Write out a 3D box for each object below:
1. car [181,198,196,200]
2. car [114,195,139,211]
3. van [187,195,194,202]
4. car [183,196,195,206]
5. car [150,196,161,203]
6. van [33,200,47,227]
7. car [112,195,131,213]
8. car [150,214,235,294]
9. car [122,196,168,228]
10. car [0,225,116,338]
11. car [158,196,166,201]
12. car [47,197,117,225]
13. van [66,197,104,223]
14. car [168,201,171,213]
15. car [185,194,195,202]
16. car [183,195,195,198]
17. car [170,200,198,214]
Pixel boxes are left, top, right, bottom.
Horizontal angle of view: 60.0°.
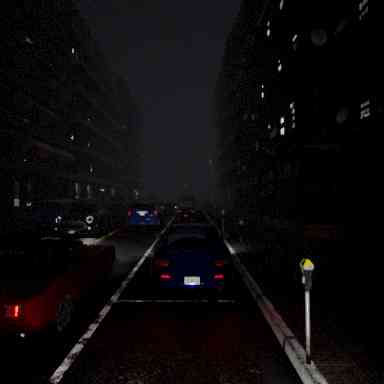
[{"bbox_3d":[-0.438,1.582,31.754,1.887,1.381,4.507,1,0,0],"label":"car"},{"bbox_3d":[-8.314,1.379,42.876,2.192,1.841,5.009,1,0,0],"label":"car"},{"bbox_3d":[-0.474,1.575,87.068,1.690,1.788,3.998,1,0,0],"label":"van"},{"bbox_3d":[-0.473,1.553,59.411,1.967,1.590,4.097,1,0,0],"label":"car"},{"bbox_3d":[-8.323,1.725,76.059,1.887,1.381,4.507,1,0,0],"label":"car"},{"bbox_3d":[-8.312,1.359,20.753,1.690,1.788,3.998,2,0,0],"label":"van"},{"bbox_3d":[-8.314,1.365,37.346,2.192,1.841,5.009,1,0,0],"label":"car"},{"bbox_3d":[0.003,1.531,8.653,1.812,1.442,4.674,0,0,0],"label":"car"},{"bbox_3d":[-3.022,1.372,22.313,2.097,1.767,4.553,0,0,0],"label":"car"},{"bbox_3d":[-2.924,1.605,6.666,1.895,1.301,4.718,0,0,0],"label":"car"},{"bbox_3d":[-8.326,1.846,92.652,1.802,1.307,4.206,1,0,0],"label":"car"},{"bbox_3d":[-5.870,1.366,18.421,2.097,1.767,4.553,0,0,0],"label":"car"},{"bbox_3d":[-8.314,1.368,26.285,1.690,1.788,3.998,1,0,0],"label":"van"},{"bbox_3d":[-2.926,1.610,35.523,1.994,1.385,4.181,0,0,0],"label":"car"},{"bbox_3d":[-0.473,1.521,81.536,2.192,1.841,5.009,1,0,0],"label":"car"},{"bbox_3d":[-0.429,1.490,37.286,1.967,1.590,4.097,1,0,0],"label":"car"},{"bbox_3d":[-0.438,1.572,26.224,1.887,1.381,4.507,1,0,0],"label":"car"}]
